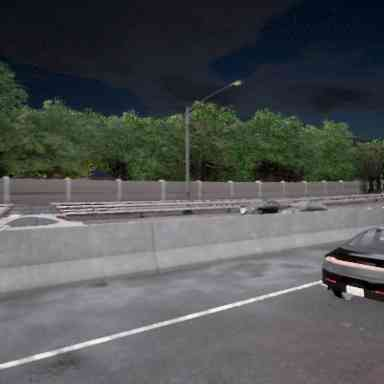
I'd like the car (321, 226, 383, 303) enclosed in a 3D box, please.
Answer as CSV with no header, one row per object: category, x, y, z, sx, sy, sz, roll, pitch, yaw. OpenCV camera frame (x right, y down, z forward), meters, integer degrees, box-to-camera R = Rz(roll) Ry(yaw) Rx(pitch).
car,4.779,1.481,7.100,4.902,1.511,2.128,0,0,-35

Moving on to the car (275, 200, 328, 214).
car,9.382,1.451,27.548,4.674,1.442,1.812,-1,0,-34

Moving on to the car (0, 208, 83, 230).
car,-6.361,1.520,12.334,4.674,1.442,1.812,0,0,-35

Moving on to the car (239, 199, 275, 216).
car,6.343,1.427,29.710,4.902,1.511,2.128,0,0,-34

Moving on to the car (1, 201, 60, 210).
car,-8.107,1.345,15.384,4.553,1.767,2.097,0,0,-35
